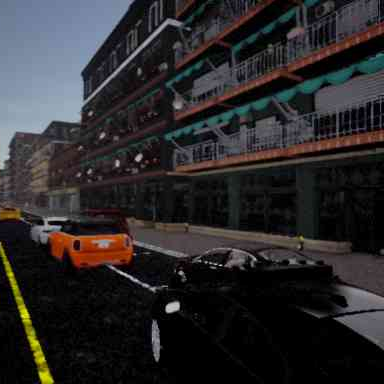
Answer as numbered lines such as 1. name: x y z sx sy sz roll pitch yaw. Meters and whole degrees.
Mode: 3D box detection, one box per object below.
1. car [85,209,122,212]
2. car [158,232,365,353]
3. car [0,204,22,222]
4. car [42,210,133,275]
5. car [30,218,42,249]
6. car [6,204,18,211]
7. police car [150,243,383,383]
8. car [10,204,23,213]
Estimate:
1. car: -4.826 1.788 16.961 2.192 1.841 5.009 2 -2 -32
2. car: 1.132 1.801 7.387 2.008 1.369 4.403 2 -2 -32
3. car: -19.396 2.336 35.282 1.882 1.535 5.008 2 -2 -31
4. car: -3.807 1.682 11.935 2.097 1.767 4.553 2 -2 -32
5. car: -7.058 1.974 16.999 1.812 1.442 4.674 2 -2 -32
6. car: -37.617 3.225 69.560 1.887 1.381 4.507 2 -2 -32
7. police car: 0.853 1.549 3.489 1.930 1.638 5.238 1 -1 -19
8. car: -31.745 2.991 60.140 1.752 1.417 4.829 2 -2 -32
